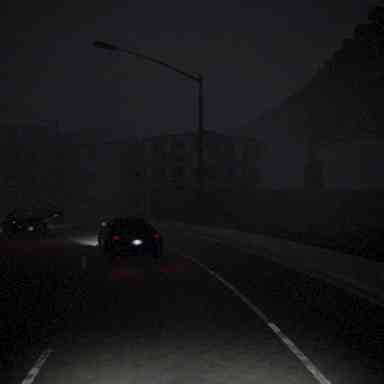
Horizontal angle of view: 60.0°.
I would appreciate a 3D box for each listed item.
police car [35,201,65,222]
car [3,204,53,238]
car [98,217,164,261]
[{"bbox_3d":[-12.069,1.576,26.665,5.238,1.638,1.930,0,-1,43],"label":"police car"},{"bbox_3d":[-9.287,1.633,18.458,1.812,1.442,4.674,0,0,-34],"label":"car"},{"bbox_3d":[-2.473,1.630,12.817,1.994,1.385,4.181,0,0,-20],"label":"car"}]
